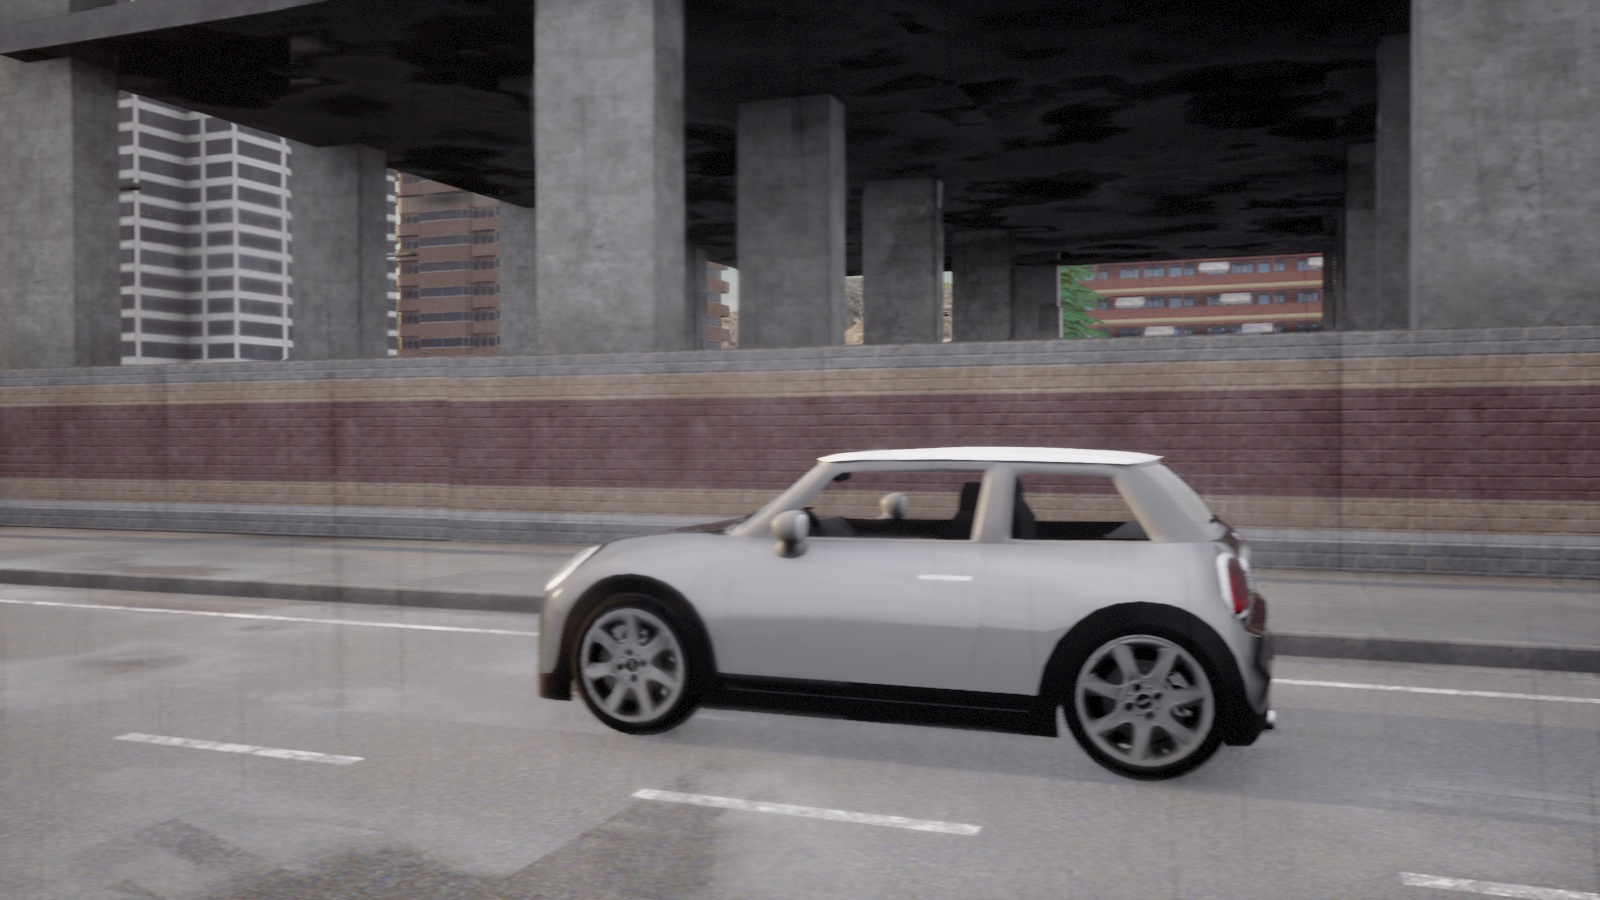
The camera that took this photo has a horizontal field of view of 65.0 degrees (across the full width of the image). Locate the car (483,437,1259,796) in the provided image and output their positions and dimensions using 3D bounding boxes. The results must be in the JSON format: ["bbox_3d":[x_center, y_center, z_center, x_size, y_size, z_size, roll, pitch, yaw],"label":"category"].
[{"bbox_3d":[0.461,0.681,6.849,3.806,1.475,1.970,1,1,21],"label":"car"}]
